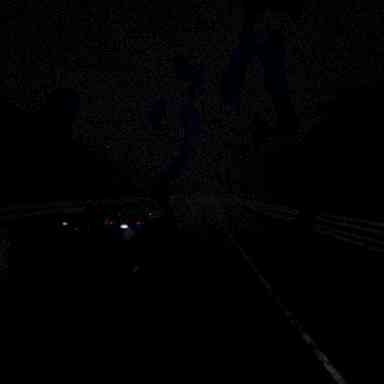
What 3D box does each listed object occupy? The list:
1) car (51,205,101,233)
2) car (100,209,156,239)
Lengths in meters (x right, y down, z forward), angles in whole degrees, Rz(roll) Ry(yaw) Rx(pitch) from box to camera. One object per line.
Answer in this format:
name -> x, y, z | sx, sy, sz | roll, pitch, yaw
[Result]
car -> -6.522, 1.504, 19.758 | 1.882, 1.535, 5.008 | 0, 0, 2
car -> -3.092, 1.588, 17.484 | 1.994, 1.385, 4.181 | 0, 0, 2
